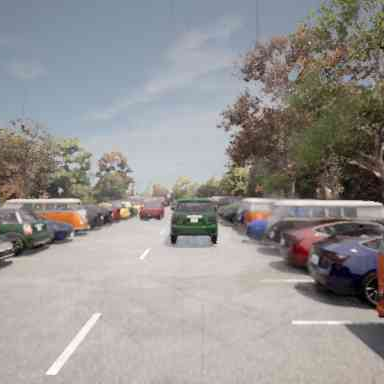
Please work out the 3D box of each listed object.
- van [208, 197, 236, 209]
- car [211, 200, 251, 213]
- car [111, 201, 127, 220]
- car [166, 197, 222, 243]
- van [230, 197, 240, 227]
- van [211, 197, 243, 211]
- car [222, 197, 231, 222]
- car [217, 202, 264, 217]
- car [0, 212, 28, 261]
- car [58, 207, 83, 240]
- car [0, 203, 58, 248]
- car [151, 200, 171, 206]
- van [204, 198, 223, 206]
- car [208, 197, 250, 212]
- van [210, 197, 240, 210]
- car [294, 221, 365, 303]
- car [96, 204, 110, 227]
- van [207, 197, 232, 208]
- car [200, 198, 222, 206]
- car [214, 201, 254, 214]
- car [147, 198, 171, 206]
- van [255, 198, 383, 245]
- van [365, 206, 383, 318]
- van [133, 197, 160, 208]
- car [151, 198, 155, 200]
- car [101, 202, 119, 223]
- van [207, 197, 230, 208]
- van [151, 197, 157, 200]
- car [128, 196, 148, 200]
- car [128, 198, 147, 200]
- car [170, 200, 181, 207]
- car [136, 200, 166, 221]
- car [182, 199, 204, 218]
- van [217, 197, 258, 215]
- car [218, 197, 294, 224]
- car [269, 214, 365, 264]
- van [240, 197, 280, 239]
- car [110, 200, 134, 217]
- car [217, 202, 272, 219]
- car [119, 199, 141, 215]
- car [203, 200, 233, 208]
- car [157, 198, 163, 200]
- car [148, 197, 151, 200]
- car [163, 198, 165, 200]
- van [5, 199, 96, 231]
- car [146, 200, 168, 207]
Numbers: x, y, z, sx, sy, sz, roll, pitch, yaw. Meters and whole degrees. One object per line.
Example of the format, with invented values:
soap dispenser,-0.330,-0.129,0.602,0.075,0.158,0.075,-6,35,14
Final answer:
van,4.909,1.785,54.488,4.442,1.987,1.878,0,-1,0
car,5.023,1.886,43.272,5.008,1.535,2.097,0,-1,0
car,-8.076,1.732,26.739,4.792,1.488,2.163,0,-1,0
car,0.095,1.333,16.870,2.150,2.045,5.566,0,-1,0
van,4.917,1.413,21.114,4.442,1.987,1.878,0,-1,0
van,5.144,1.724,48.940,4.442,1.987,1.878,0,-1,0
car,5.005,1.419,23.884,5.566,2.045,2.435,0,-1,0
car,5.033,1.835,35.086,4.674,1.452,2.002,0,-1,0
car,-8.049,1.526,10.082,4.892,1.521,2.231,0,0,0
car,-8.015,1.608,15.634,4.792,1.488,2.163,0,-1,0
car,-8.013,1.424,12.863,4.553,1.767,2.185,0,-1,0
car,-8.056,2.913,87.777,5.008,1.535,2.097,0,-2,0
van,5.136,2.445,79.261,4.442,1.987,1.878,0,-2,0
car,4.999,1.667,46.170,5.566,2.045,2.435,0,-1,0
van,5.143,1.753,51.585,4.442,1.987,1.878,0,-1,0
car,5.066,1.537,7.395,4.792,1.488,2.163,0,0,0
car,-8.075,1.670,21.187,4.792,1.488,2.163,0,-1,0
van,4.907,1.917,59.878,4.442,1.987,1.878,0,-2,0
car,5.045,2.653,87.566,5.566,2.045,2.435,0,-2,0
car,5.027,1.895,40.501,4.674,1.452,2.002,0,-1,0
car,-8.090,2.500,82.238,5.566,2.045,2.435,0,-2,0
van,4.928,1.324,12.788,4.442,1.987,1.878,0,-1,0
van,5.155,1.268,4.625,4.442,1.987,1.878,0,0,0
van,-8.172,1.921,60.036,4.442,1.987,1.878,0,-2,0
car,-8.058,1.918,46.171,5.008,1.535,2.097,0,-1,0
car,-8.076,1.701,23.963,4.792,1.488,2.163,0,-1,0
van,5.140,2.068,65.415,4.442,1.987,1.878,0,-2,0
van,-8.170,1.755,51.726,4.442,1.987,1.878,0,-1,0
car,-8.082,1.731,40.620,4.553,1.767,2.185,0,-1,0
car,-8.236,1.823,37.843,5.366,1.575,1.946,0,-1,0
car,-3.519,2.527,72.792,2.033,1.411,5.357,0,-2,0
car,-3.600,1.743,30.621,1.882,1.535,5.008,0,-1,0
car,0.091,1.653,33.856,2.097,1.767,4.553,0,-1,0
van,5.146,1.600,37.860,4.442,1.987,1.878,0,-1,0
car,5.004,1.450,26.654,5.566,2.045,2.435,0,-1,0
car,5.066,1.554,10.034,4.792,1.488,2.163,0,-1,0
van,5.151,1.383,18.344,4.442,1.987,1.878,0,-1,0
car,-8.233,1.730,29.515,5.366,1.575,1.946,0,-1,0
car,5.026,1.763,32.192,5.008,1.535,2.097,0,-1,0
car,-8.056,1.796,35.067,4.892,1.521,2.231,0,-1,0
car,4.839,2.215,62.639,5.366,1.575,1.946,0,-2,0
car,-8.026,1.760,54.502,5.566,2.045,2.435,0,-1,0
car,-8.083,1.762,43.396,4.553,1.767,2.185,0,-1,0
car,-8.054,2.263,62.804,4.674,1.452,2.002,0,-2,0
van,-7.929,1.383,18.414,4.442,1.987,1.878,0,-1,0
car,-8.057,2.641,76.680,4.674,1.452,2.002,0,-2,0
